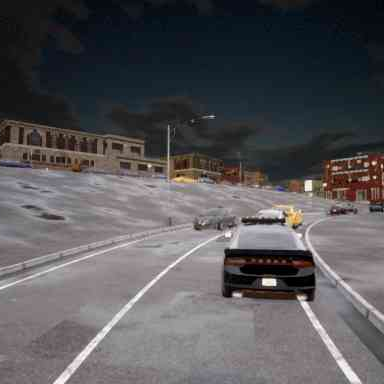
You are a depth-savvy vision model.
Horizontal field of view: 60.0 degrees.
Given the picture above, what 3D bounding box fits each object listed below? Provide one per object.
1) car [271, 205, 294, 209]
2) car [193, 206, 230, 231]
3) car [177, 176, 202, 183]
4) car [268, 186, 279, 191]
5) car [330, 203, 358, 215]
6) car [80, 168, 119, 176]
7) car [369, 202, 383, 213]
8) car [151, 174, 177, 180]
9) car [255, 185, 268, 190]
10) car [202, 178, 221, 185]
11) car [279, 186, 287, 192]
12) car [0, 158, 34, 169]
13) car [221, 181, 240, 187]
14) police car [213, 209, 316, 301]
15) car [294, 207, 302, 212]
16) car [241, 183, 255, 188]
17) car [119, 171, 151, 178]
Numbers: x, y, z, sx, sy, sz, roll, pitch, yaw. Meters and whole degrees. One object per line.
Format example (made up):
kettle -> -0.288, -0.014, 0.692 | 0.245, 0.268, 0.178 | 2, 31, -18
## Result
car -> 4.252, 1.641, 17.742 | 1.812, 1.442, 4.674 | -1, -1, 19
car -> 1.643, 1.774, 22.599 | 1.837, 1.490, 4.892 | -2, -2, 24
car -> -1.243, -1.984, 59.248 | 5.008, 1.535, 2.097 | 4, -6, -42
car -> 18.074, -0.651, 79.219 | 2.185, 1.767, 4.553 | -4, -6, 41
car -> 18.831, 2.075, 41.347 | 4.674, 1.442, 1.812 | 1, -4, -40
car -> -13.757, -2.739, 48.345 | 4.892, 1.521, 2.231 | 3, -5, -40
car -> 27.904, 2.254, 49.009 | 4.902, 1.511, 2.128 | 2, -4, -39
car -> -5.346, -2.212, 55.520 | 4.674, 1.452, 2.002 | 4, -5, -41
car -> 14.339, -0.849, 75.001 | 2.231, 1.521, 4.892 | -4, -6, 43
car -> 2.762, -1.836, 63.052 | 4.553, 1.767, 2.185 | 4, -6, -43
car -> 21.716, -0.428, 83.484 | 2.435, 2.045, 5.566 | -3, -6, 40
car -> -22.149, -3.297, 41.346 | 4.553, 1.767, 2.185 | 3, -5, -40
car -> 6.821, -1.392, 67.072 | 4.792, 1.488, 2.163 | 4, -6, -45
police car -> 1.852, 1.456, 8.617 | 1.930, 1.638, 5.238 | -1, 0, 10
car -> 6.428, 1.662, 23.041 | 1.882, 1.535, 5.008 | -2, -2, 25
car -> 10.656, -1.097, 71.030 | 2.002, 1.452, 4.674 | -4, -6, 44
car -> -9.529, -2.507, 51.886 | 4.892, 1.521, 2.231 | 3, -5, -40
